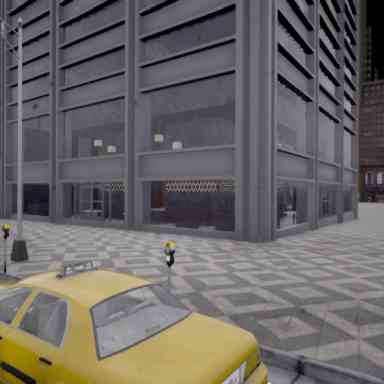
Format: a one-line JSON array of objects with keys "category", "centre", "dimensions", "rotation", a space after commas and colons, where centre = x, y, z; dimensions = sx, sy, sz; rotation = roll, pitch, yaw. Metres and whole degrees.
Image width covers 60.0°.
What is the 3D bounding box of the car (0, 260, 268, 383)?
[{"category": "car", "centre": [-1.558, 1.524, 4.063], "dimensions": [4.829, 1.417, 1.752], "rotation": [0, 0, 35]}]
